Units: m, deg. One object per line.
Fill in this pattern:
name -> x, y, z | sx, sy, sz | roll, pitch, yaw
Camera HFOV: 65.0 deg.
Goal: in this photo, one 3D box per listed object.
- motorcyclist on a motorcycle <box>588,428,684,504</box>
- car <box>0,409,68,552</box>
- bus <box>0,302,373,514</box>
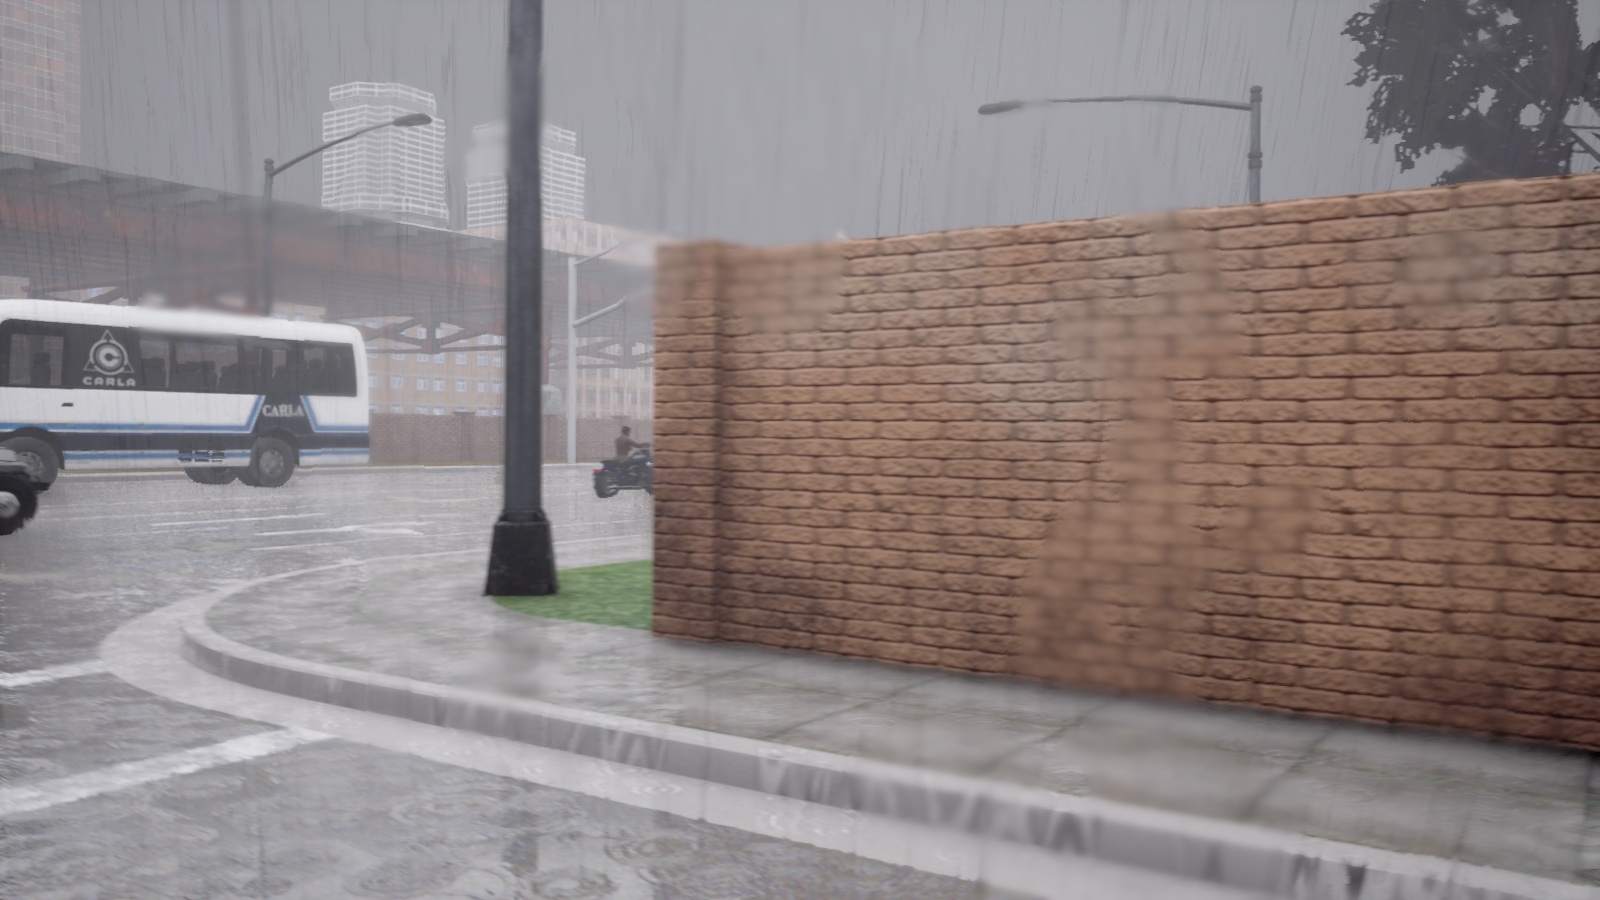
motorcyclist on a motorcycle -> -3.664, 0.330, 28.238 | 0.766, 1.649, 2.350 | 0, 1, 34
car -> -11.908, 0.415, 16.113 | 1.905, 1.878, 3.866 | 0, 1, 33
bus -> -15.599, -0.904, 29.345 | 3.944, 4.253, 10.273 | 0, 1, 34
